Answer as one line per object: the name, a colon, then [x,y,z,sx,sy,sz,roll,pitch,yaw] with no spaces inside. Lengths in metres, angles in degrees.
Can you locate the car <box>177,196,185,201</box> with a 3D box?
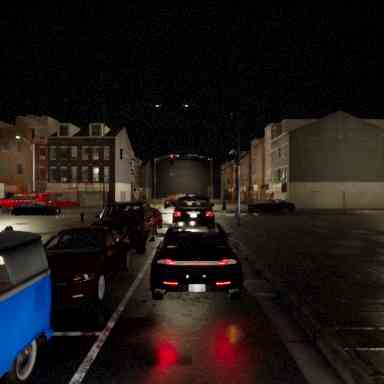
car: [-2.725,1.634,83.407,1.947,1.339,4.313,0,0,0]

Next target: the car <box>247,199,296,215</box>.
car: [8.092,1.497,34.059,4.902,1.511,2.128,0,0,5]

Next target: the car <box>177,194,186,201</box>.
car: [-2.732,1.393,88.834,2.192,1.841,5.009,0,0,0]

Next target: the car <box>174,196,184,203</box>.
car: [-2.714,1.600,72.553,2.008,1.369,4.403,0,0,0]

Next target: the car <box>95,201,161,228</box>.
car: [-2.658,1.314,13.576,2.192,1.841,5.009,0,0,0]

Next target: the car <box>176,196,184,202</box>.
car: [-2.720,1.583,77.811,1.752,1.417,4.829,0,0,0]

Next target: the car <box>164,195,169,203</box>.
car: [-2.689,1.329,45.419,2.192,1.841,5.009,0,0,0]

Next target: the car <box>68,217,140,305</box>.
car: [-2.651,1.543,8.142,1.887,1.381,4.507,0,0,0]

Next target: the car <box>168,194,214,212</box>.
car: [0.082,1.221,18.530,2.150,2.045,5.566,0,0,0]

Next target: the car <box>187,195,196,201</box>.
car: [-0.083,1.430,86.138,2.128,1.511,4.902,0,0,0]

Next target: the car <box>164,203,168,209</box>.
car: [-2.661,1.545,19.009,1.887,1.381,4.507,0,0,0]

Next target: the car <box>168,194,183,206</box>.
car: [-2.700,1.340,56.273,2.192,1.841,5.009,0,0,0]

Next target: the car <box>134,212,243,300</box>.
car: [0.090,1.490,8.337,2.128,1.511,4.902,0,0,0]

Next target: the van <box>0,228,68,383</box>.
van: [-2.646,1.341,2.708,1.690,1.788,3.998,0,0,0]

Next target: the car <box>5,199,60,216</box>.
car: [-14.483,1.569,30.866,4.181,1.385,1.994,0,0,0]

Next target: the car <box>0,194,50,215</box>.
car: [-17.111,1.203,33.816,5.566,2.045,2.150,0,0,0]

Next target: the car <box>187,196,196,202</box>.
car: [-0.074,1.643,76.166,1.895,1.301,4.718,0,0,0]
